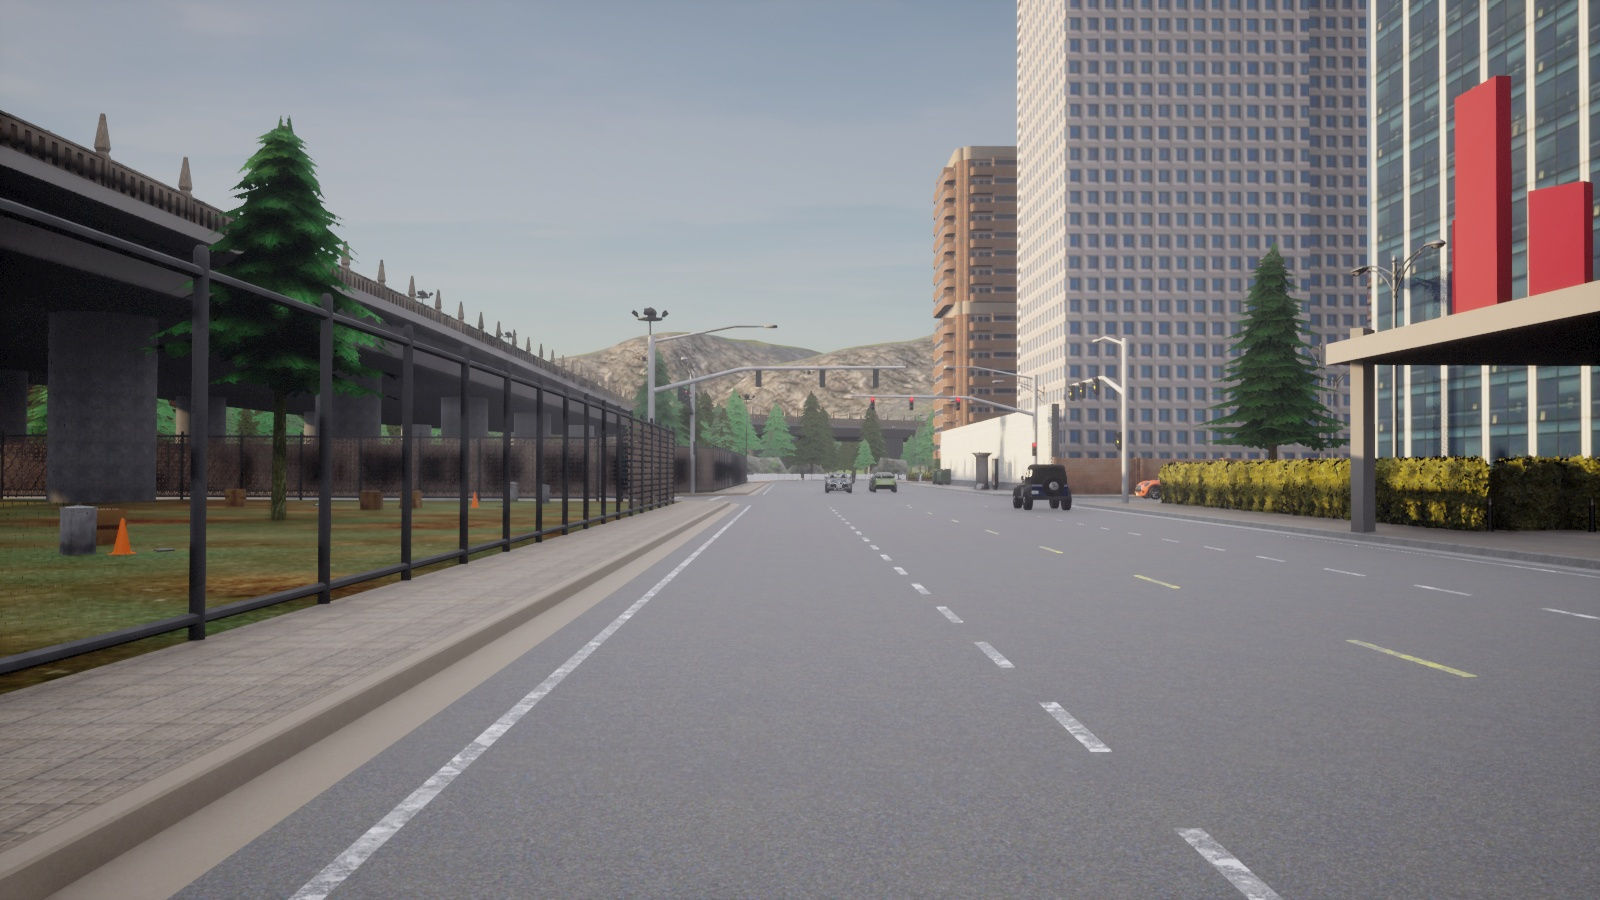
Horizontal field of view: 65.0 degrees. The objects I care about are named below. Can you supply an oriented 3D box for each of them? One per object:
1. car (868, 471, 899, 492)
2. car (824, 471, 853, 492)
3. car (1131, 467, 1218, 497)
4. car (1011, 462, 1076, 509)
[{"bbox_3d":[6.243,2.315,94.226,2.007,1.525,4.514,0,-1,-1],"label":"car"},{"bbox_3d":[2.771,2.286,90.594,1.970,1.475,3.806,0,-1,0],"label":"car"},{"bbox_3d":[22.442,1.901,75.347,4.553,1.767,2.097,0,-1,-1],"label":"car"},{"bbox_3d":[10.080,1.445,52.216,1.905,1.878,3.866,0,-1,0],"label":"car"}]
